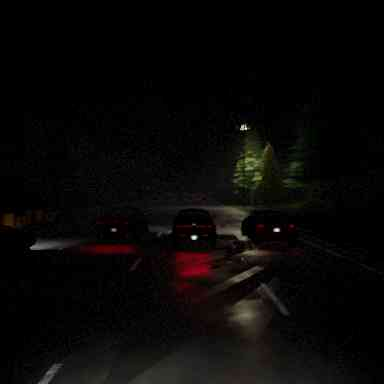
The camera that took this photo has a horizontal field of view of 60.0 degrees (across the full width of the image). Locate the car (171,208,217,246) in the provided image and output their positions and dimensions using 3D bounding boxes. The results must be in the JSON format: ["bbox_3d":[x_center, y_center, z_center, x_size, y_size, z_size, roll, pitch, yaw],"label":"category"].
[{"bbox_3d":[0.088,1.526,15.455,1.837,1.490,4.892,0,0,0],"label":"car"}]

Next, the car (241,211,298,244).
[{"bbox_3d":[3.588,1.585,16.070,1.994,1.385,4.181,0,0,0],"label":"car"}]

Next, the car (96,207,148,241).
[{"bbox_3d":[-3.410,1.500,17.003,1.882,1.535,5.008,0,0,0],"label":"car"}]

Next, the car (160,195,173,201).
[{"bbox_3d":[-7.023,1.638,92.483,1.812,1.442,4.674,0,0,0],"label":"car"}]

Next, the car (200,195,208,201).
[{"bbox_3d":[3.477,1.709,92.098,1.895,1.301,4.718,0,0,0],"label":"car"}]

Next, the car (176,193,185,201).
[{"bbox_3d":[-3.523,1.674,92.450,1.994,1.385,4.181,0,0,0],"label":"car"}]

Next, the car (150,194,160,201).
[{"bbox_3d":[-10.523,1.469,92.452,2.097,1.767,4.553,0,0,0],"label":"car"}]

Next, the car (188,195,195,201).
[{"bbox_3d":[-0.023,1.709,92.098,1.895,1.301,4.718,0,0,0],"label":"car"}]

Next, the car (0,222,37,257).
[{"bbox_3d":[-6.918,1.562,10.369,2.033,1.411,5.357,0,0,0],"label":"car"}]
